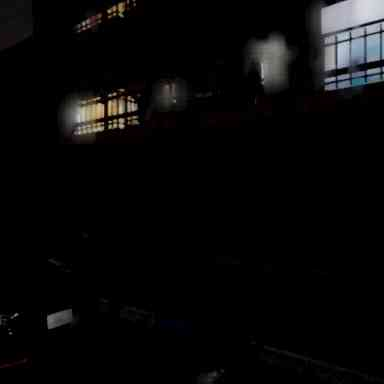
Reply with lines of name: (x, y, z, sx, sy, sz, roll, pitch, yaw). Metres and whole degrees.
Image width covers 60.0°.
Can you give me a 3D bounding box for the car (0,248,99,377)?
car: (-3.280, 1.561, 5.222, 4.313, 1.339, 1.947, 0, 0, 36)
